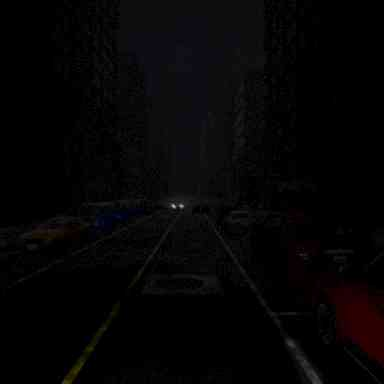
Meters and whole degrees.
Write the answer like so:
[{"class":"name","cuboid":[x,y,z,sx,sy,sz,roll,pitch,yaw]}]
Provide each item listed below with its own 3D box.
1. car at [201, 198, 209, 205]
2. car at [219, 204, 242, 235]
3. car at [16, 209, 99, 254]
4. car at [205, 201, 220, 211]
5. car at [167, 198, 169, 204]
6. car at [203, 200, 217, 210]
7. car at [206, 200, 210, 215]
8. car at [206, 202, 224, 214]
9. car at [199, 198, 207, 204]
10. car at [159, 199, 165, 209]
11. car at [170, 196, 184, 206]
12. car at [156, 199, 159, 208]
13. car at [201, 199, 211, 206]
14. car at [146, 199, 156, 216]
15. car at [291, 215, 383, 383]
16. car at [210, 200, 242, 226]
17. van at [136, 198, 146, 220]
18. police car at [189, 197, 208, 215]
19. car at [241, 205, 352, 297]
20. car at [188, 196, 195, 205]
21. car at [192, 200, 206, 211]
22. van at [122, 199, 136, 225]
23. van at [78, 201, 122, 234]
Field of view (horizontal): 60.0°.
[{"class":"car","cuboid":[2.887,2.186,75.991,1.752,1.417,4.829,-1,0,0]},{"class":"car","cuboid":[2.858,1.710,20.135,1.752,1.417,4.829,-1,-1,0]},{"class":"car","cuboid":[-5.673,1.657,14.212,1.752,1.417,4.829,-1,-1,0]},{"class":"car","cuboid":[2.873,1.993,47.893,1.947,1.339,4.313,-1,0,0]},{"class":"car","cuboid":[-5.660,2.104,59.066,1.802,1.307,4.206,-1,0,0]},{"class":"car","cuboid":[2.876,2.026,53.478,2.008,1.369,4.403,-1,0,0]},{"class":"car","cuboid":[2.866,1.858,36.892,1.752,1.417,4.829,-1,0,0]},{"class":"car","cuboid":[2.870,1.945,42.307,1.947,1.339,4.313,-1,0,0]},{"class":"car","cuboid":[2.893,2.330,86.992,1.802,1.307,4.206,-1,0,0]},{"class":"car","cuboid":[-5.663,1.915,53.481,1.967,1.590,4.097,-1,0,0]},{"class":"car","cuboid":[-2.981,1.851,71.763,2.150,2.045,5.566,0,0,0]},{"class":"car","cuboid":[-5.666,1.819,42.311,1.967,1.590,4.097,-1,0,0]},{"class":"car","cuboid":[2.884,2.165,70.235,2.008,1.369,4.403,-1,0,0]},{"class":"car","cuboid":[-5.670,1.646,36.726,2.192,1.841,5.009,-1,-1,0]},{"class":"car","cuboid":[2.847,1.346,3.209,2.192,1.841,5.009,-1,-1,0]},{"class":"car","cuboid":[2.858,1.548,25.552,2.192,1.841,5.009,-1,-1,0]},{"class":"van","cuboid":[-5.671,1.624,31.140,1.690,1.788,3.998,-1,-1,0]},{"class":"police car","cuboid":[0.909,1.768,38.060,1.930,1.638,5.238,0,-1,0]},{"class":"car","cuboid":[2.850,1.397,8.796,2.192,1.841,5.009,-1,-1,0]},{"class":"car","cuboid":[0.020,2.106,74.260,1.895,1.301,4.718,0,0,0]},{"class":"car","cuboid":[0.913,1.906,47.950,1.882,1.535,5.008,0,0,0]},{"class":"van","cuboid":[-5.672,1.574,25.555,1.690,1.788,3.998,-1,-1,0]},{"class":"van","cuboid":[-5.674,1.525,19.969,1.690,1.788,3.998,-1,-1,0]}]
